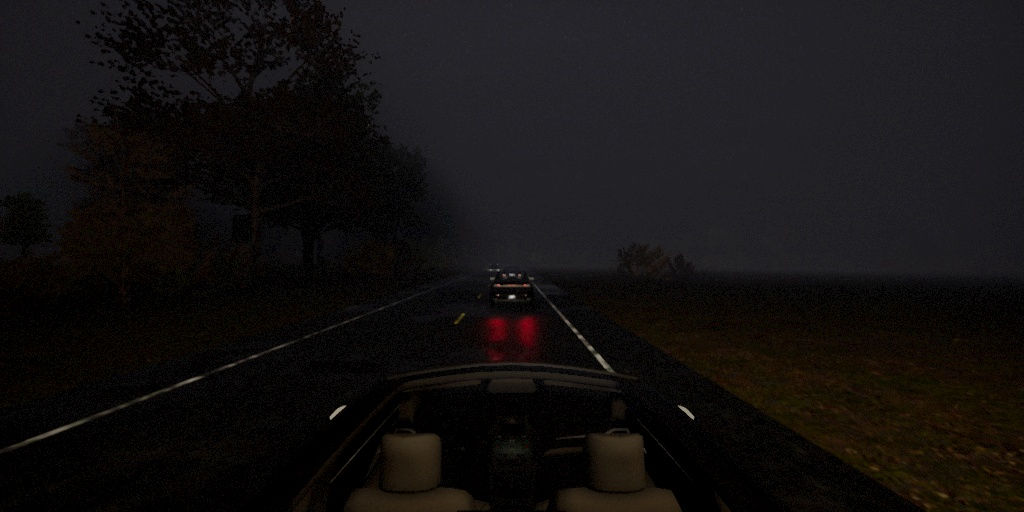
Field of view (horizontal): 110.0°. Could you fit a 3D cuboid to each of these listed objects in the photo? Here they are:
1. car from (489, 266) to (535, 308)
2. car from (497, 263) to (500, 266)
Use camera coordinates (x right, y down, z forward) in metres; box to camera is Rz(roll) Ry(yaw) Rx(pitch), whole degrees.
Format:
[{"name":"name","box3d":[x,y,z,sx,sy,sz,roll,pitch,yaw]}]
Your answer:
[{"name":"car","box3d":[0.000,1.375,16.151,2.128,1.511,4.902,0,0,0]},{"name":"car","box3d":[-0.010,1.563,30.833,2.033,1.411,5.357,0,0,0]}]
